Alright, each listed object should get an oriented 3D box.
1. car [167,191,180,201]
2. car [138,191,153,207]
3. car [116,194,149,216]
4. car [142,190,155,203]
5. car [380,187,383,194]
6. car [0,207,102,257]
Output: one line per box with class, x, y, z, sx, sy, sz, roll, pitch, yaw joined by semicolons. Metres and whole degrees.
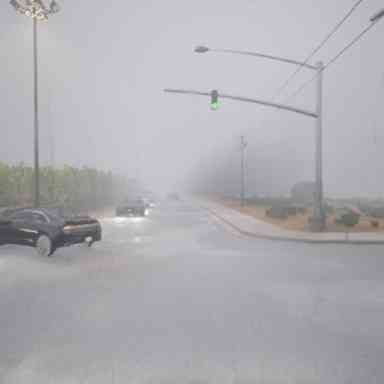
car;-2.833;0.573;50.540;1.812;1.442;4.674;0;1;-2
car;-5.324;0.893;34.523;1.812;1.442;4.674;0;1;-4
car;-4.662;1.100;25.885;1.994;1.385;4.181;0;1;-4
car;-6.106;0.522;44.609;2.097;1.767;4.553;0;1;-4
car;43.015;-0.365;73.560;1.905;1.878;3.866;9;8;42
car;-5.491;1.301;12.055;4.902;1.511;2.128;0;1;30
